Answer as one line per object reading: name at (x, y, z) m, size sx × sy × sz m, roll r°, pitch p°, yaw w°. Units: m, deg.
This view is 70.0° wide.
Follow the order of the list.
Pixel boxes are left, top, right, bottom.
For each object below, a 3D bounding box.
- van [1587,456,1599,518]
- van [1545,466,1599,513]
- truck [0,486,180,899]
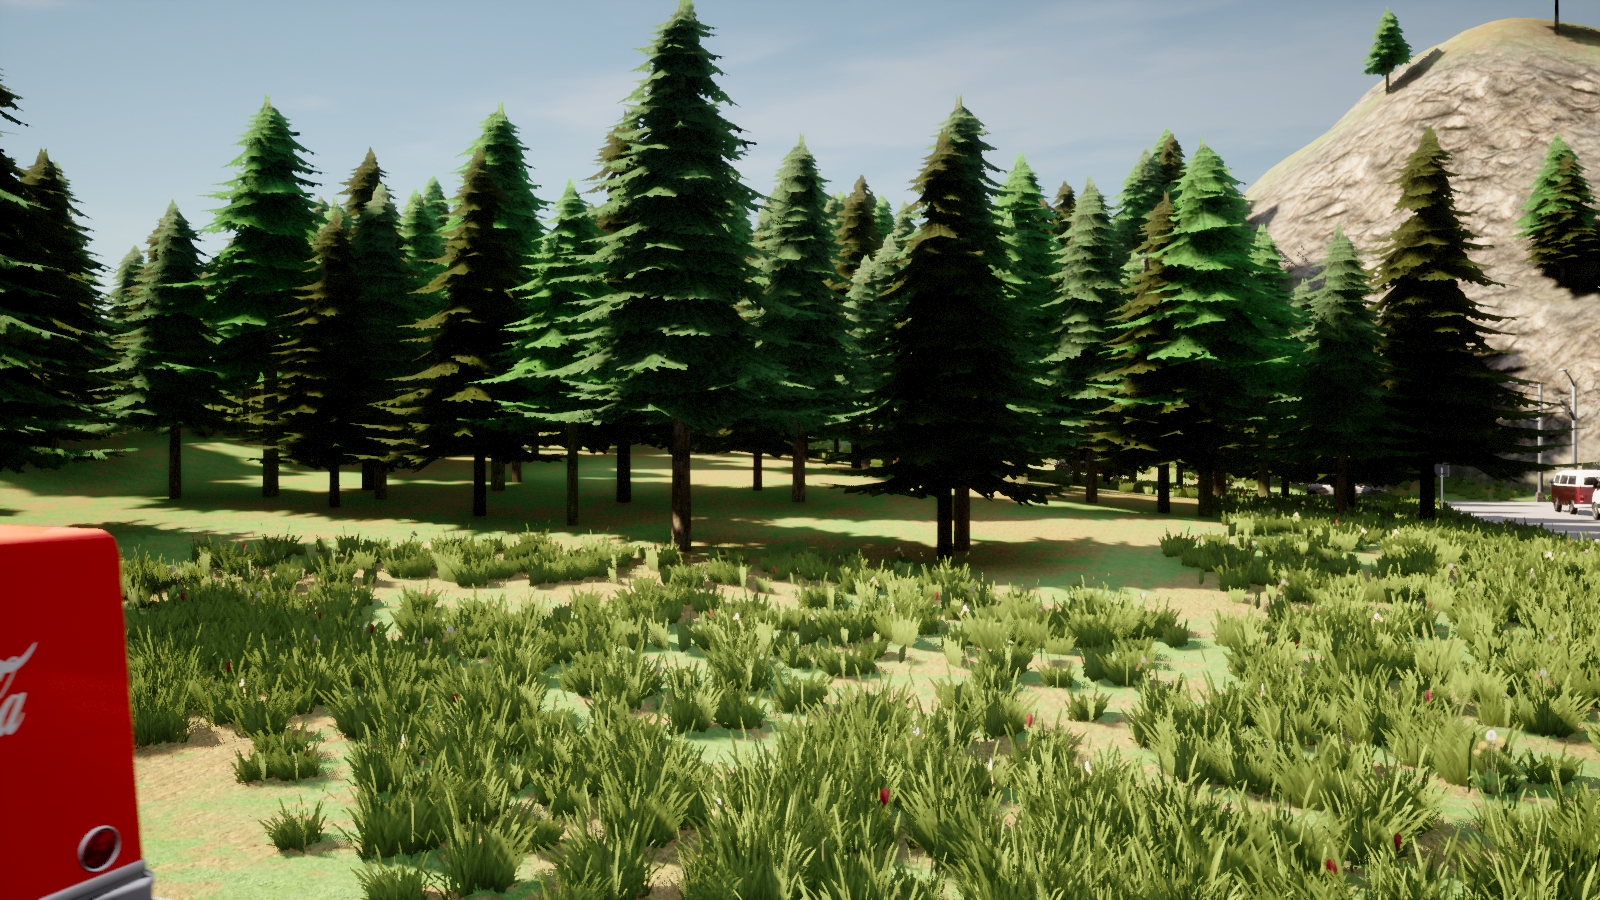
van at (33.726, 1.534, 45.978) m, size 1.988 × 2.561 × 5.915 m, roll 0°, pitch 0°, yaw 20°
van at (36.159, 1.782, 52.642) m, size 2.069 × 2.038 × 4.480 m, roll 0°, pitch 0°, yaw 20°
truck at (-6.096, 1.429, 5.543) m, size 5.204 × 2.467 × 2.627 m, roll 0°, pitch 0°, yaw 20°
